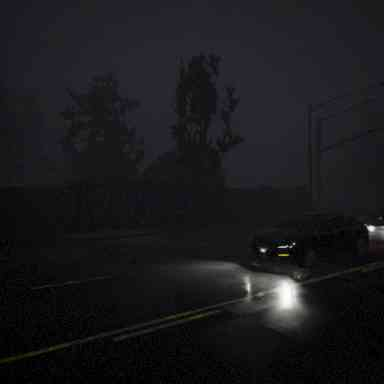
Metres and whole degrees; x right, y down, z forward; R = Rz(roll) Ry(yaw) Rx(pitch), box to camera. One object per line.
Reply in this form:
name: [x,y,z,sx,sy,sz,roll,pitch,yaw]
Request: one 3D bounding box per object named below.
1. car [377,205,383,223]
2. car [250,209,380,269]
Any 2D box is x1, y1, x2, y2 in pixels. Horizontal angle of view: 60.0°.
car: [13.387,1.455,22.001,4.181,1.385,1.994,-1,0,-35]
car: [4.062,1.469,11.170,4.892,1.490,1.837,0,0,-35]
